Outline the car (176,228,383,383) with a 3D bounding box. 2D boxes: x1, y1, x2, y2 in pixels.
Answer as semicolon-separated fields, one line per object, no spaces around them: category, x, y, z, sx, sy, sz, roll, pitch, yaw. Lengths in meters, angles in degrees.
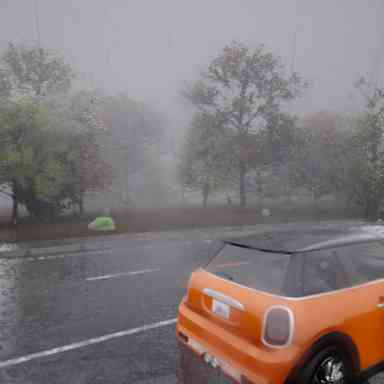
car;2.105;1.333;4.922;4.553;1.767;2.097;0;0;-33
